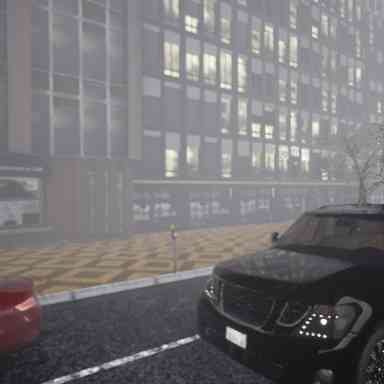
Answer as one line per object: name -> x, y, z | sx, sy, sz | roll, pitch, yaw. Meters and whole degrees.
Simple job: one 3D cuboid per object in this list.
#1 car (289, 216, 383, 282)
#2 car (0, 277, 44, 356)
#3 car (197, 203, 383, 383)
car -> 5.257, 1.570, 10.375 | 4.403, 1.369, 2.008 | 0, -1, -36
car -> -3.964, 1.588, 3.727 | 4.206, 1.307, 1.802 | 0, -1, -36
car -> 2.720, 1.233, 5.219 | 5.566, 2.045, 2.150 | 0, 0, -36
